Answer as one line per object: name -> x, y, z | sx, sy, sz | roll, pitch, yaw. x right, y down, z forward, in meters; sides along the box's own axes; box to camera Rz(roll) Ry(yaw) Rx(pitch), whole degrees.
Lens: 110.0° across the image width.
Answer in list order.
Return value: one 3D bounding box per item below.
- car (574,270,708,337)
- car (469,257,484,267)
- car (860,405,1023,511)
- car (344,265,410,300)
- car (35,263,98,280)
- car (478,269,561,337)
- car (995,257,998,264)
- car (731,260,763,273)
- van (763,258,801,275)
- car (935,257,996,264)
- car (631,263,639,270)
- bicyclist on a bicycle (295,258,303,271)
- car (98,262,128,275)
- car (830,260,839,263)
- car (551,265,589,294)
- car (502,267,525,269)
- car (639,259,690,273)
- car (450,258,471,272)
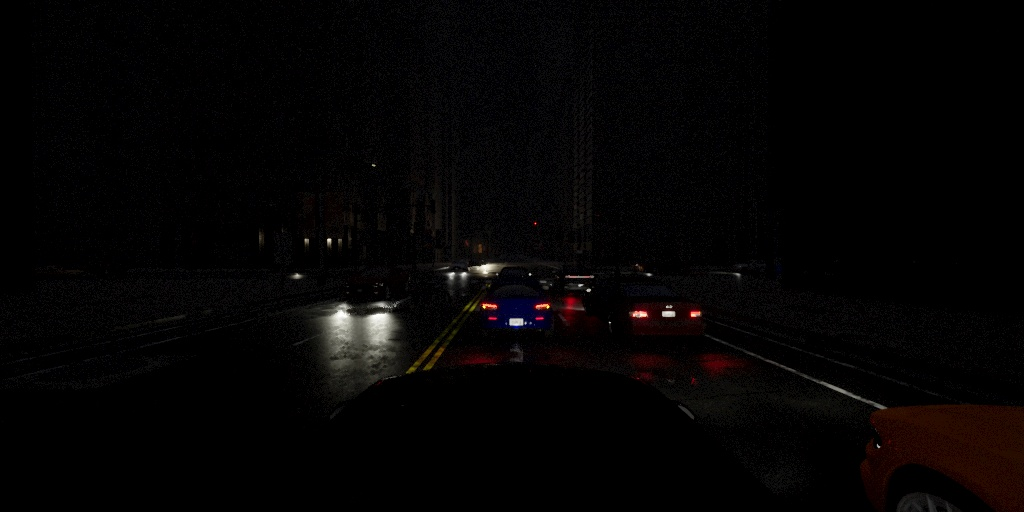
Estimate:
car -> 3.349, 1.294, 10.214 | 2.033, 1.411, 5.357 | 0, 0, 0
car -> -6.566, 1.187, 62.889 | 1.882, 1.535, 5.008 | 0, 0, 0
car -> 3.349, 1.228, 0.390 | 1.882, 1.535, 5.008 | 0, 0, 0
car -> -6.600, 1.218, 18.026 | 1.882, 1.535, 5.008 | 0, 0, 0
car -> -40.834, 1.450, 32.164 | 4.829, 1.417, 1.751 | 0, 0, 0
car -> 0.091, 1.272, 10.115 | 1.812, 1.442, 4.674 | 0, 0, 0
car -> 49.280, 1.047, 35.115 | 5.009, 1.841, 2.192 | 0, 0, 0
car -> 27.651, 1.185, 41.072 | 4.674, 1.442, 1.812 | 0, 1, 0
van -> 27.518, 1.087, 35.237 | 3.998, 1.789, 1.690 | 0, 0, 0
car -> 43.838, 1.170, 35.145 | 4.097, 1.591, 1.967 | 0, 0, 0
car -> 16.682, 1.071, 43.822 | 4.097, 1.591, 1.967 | 0, 0, 0
bicyclist on a bicycle -> -25.888, 1.002, 43.551 | 0.582, 1.620, 1.656 | 0, 1, 0
car -> -46.428, 1.363, 40.685 | 4.507, 1.381, 1.888 | 0, 0, 0
car -> 32.959, 1.322, 35.206 | 4.207, 1.307, 1.802 | 0, 0, 0
car -> 3.344, 1.230, 19.962 | 2.128, 1.511, 4.902 | 0, 0, 0
car -> 0.092, 1.286, 19.688 | 2.033, 1.411, 5.357 | 0, 0, 0
car -> 17.712, 1.148, 41.143 | 5.008, 1.535, 1.882 | 0, 1, 0
car -> -6.597, 1.244, 45.055 | 1.812, 1.442, 4.674 | 0, 0, 0
